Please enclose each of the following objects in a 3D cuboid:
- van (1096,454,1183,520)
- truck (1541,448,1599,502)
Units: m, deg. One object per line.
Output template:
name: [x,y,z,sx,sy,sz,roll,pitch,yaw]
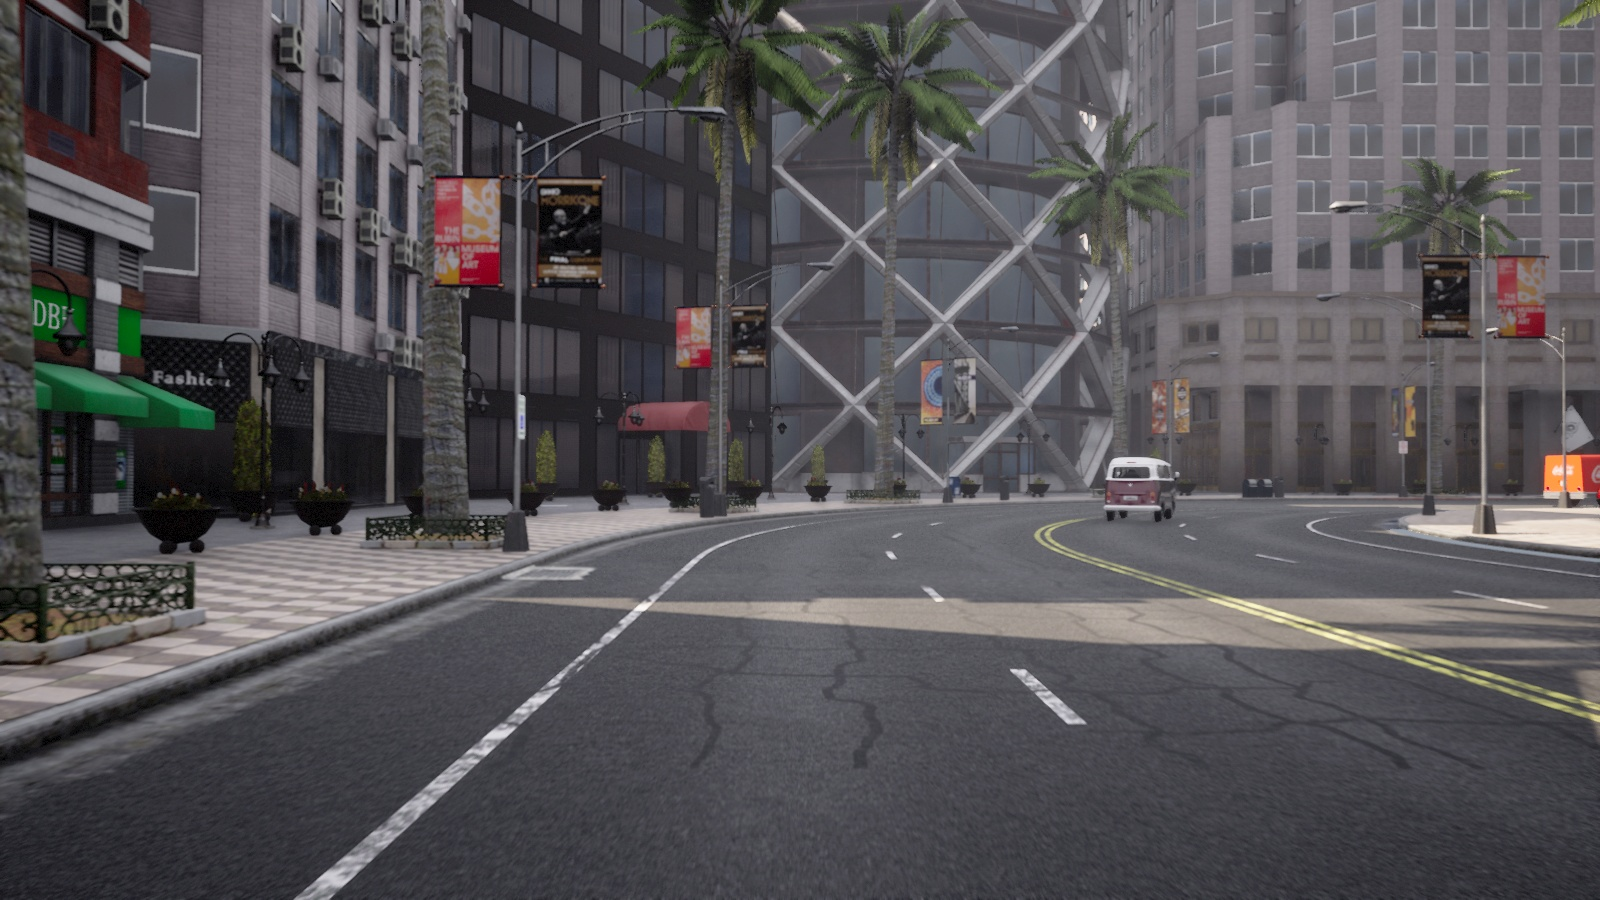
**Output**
van: [11.273,1.187,41.485,2.069,2.038,4.480,-1,-1,24]
truck: [37.948,1.159,58.736,5.204,2.467,2.627,0,-1,-11]
